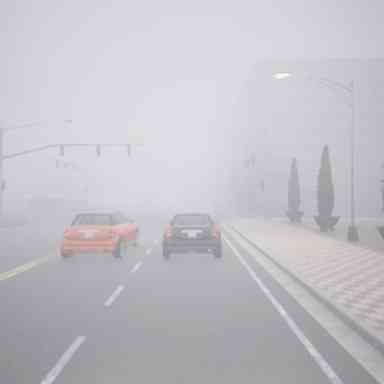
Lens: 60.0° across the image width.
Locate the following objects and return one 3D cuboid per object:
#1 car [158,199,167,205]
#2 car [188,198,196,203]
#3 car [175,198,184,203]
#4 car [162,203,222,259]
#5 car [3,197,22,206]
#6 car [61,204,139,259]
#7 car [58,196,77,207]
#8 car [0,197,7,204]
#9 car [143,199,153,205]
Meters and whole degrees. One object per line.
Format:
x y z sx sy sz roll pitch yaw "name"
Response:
-6.997 2.431 79.666 1.812 1.442 4.674 0 -1 0 "car"
0.004 2.575 86.659 1.895 1.301 4.718 0 -1 0 "car"
-3.496 2.532 86.630 1.994 1.385 4.181 0 -1 0 "car"
0.018 1.505 13.396 2.097 1.767 4.553 0 -1 0 "car"
-36.029 2.144 65.615 1.970 1.475 3.806 0 -1 0 "car"
-3.483 1.505 13.397 2.097 1.767 4.553 0 -1 0 "car"
-30.207 2.315 80.695 1.970 1.475 3.806 0 -1 0 "car"
-47.104 2.073 80.669 1.932 1.855 4.605 0 -1 0 "car"
-10.497 2.431 79.666 1.812 1.442 4.674 0 -1 0 "car"
